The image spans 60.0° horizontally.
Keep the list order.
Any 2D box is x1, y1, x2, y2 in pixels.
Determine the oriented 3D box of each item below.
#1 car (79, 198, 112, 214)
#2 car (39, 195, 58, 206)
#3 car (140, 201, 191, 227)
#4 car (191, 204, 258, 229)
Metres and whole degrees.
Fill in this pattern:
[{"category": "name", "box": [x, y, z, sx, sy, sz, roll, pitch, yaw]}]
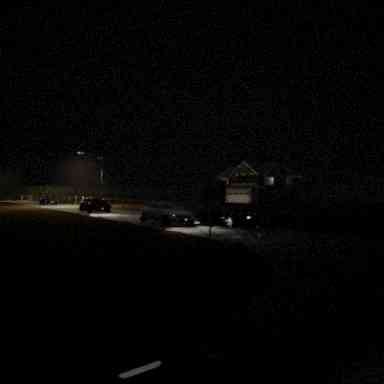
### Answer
[{"category": "car", "box": [-9.250, 1.298, 31.750, 1.994, 1.385, 4.181, 1, 0, -36]}, {"category": "car", "box": [-20.469, 1.228, 47.431, 1.837, 1.490, 4.892, 1, -1, -36]}, {"category": "car", "box": [-1.700, 1.325, 21.267, 1.812, 1.442, 4.674, 1, 0, -36]}, {"category": "car", "box": [2.131, 1.440, 20.874, 1.994, 1.385, 4.181, 1, 0, -35]}]
